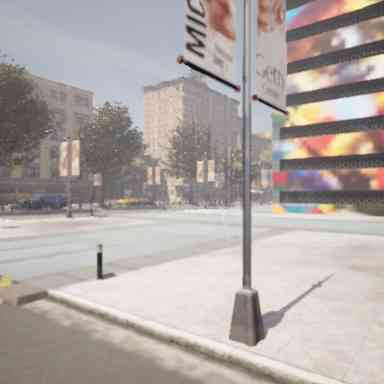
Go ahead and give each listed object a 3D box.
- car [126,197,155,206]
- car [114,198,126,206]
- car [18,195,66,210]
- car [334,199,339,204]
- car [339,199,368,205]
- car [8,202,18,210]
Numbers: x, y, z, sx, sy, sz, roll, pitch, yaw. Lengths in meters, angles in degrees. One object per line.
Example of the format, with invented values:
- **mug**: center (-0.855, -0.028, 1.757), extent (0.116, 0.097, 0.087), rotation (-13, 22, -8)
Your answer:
- **car**: center (-8.749, 1.861, 58.478), extent (1.895, 1.301, 4.718), rotation (0, 0, 38)
- **car**: center (-11.800, 1.738, 60.258), extent (1.882, 1.535, 5.008), rotation (0, -1, 38)
- **car**: center (-19.632, 1.386, 44.457), extent (2.150, 2.045, 5.566), rotation (0, 0, 38)
- **car**: center (21.640, 1.681, 47.453), extent (2.161, 1.482, 4.786), rotation (0, 0, 37)
- **car**: center (17.494, 1.522, 35.265), extent (2.002, 1.452, 4.674), rotation (0, 0, 37)
- **car**: center (-22.793, 1.659, 46.073), extent (2.128, 1.511, 4.902), rotation (0, 0, 38)
